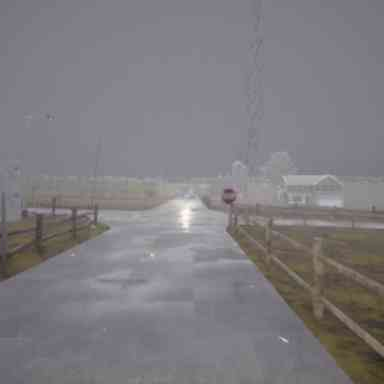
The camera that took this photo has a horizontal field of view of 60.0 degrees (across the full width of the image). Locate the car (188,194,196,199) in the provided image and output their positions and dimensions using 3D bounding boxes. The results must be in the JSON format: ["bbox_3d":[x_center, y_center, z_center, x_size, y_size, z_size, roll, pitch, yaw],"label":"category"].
[{"bbox_3d":[0.016,1.156,85.225,2.033,1.411,5.357,0,0,0],"label":"car"}]

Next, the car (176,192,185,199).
[{"bbox_3d":[-2.735,0.798,78.997,2.033,1.411,5.357,0,0,0],"label":"car"}]
